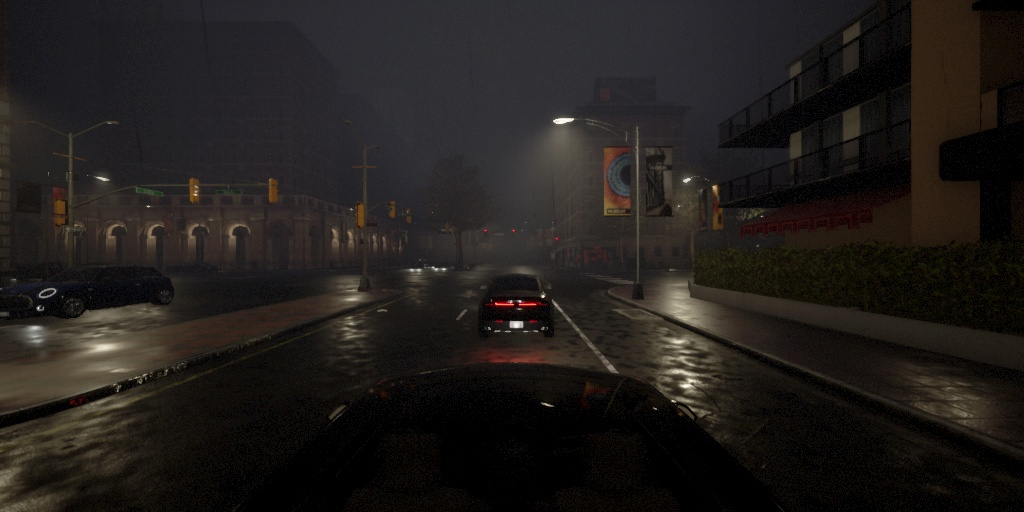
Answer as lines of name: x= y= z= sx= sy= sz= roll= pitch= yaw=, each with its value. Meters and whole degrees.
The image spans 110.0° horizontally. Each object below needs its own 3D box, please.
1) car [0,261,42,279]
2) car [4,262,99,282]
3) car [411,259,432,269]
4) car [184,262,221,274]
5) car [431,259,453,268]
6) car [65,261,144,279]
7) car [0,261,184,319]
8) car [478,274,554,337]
car: x=-46.128 y=1.228 z=32.356 sx=5.008 sy=1.535 sz=1.882 roll=0 pitch=0 yaw=0
car: x=-36.930 y=1.241 z=28.836 sx=4.902 sy=1.511 sz=2.128 roll=0 pitch=0 yaw=0
car: x=-14.857 y=1.241 z=57.911 sx=2.128 sy=1.511 sz=4.902 roll=0 pitch=0 yaw=0
car: x=-35.154 y=1.351 z=39.531 sx=4.718 sy=1.301 sz=1.895 roll=0 pitch=0 yaw=0
car: x=-11.352 y=1.314 z=58.682 sx=1.994 sy=1.385 sz=4.181 roll=0 pitch=0 yaw=0
car: x=-36.674 y=1.228 z=32.335 sx=5.008 sy=1.535 sz=1.882 roll=0 pitch=0 yaw=0
car: x=-14.960 y=1.128 z=12.818 sx=2.097 sy=1.767 sz=4.553 roll=0 pitch=0 yaw=0
car: x=0.109 y=1.255 z=10.285 sx=1.837 sy=1.490 sz=4.892 roll=0 pitch=0 yaw=0
